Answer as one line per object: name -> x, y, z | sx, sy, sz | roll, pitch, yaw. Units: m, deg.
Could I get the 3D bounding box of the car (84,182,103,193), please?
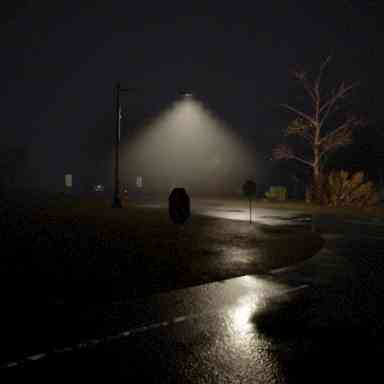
car -> -17.659, -0.822, 59.856 | 2.150, 2.045, 5.566 | 0, 2, -36

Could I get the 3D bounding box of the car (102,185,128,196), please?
car -> -11.843, -0.121, 51.732 | 1.895, 1.301, 4.718 | 0, 2, -36
